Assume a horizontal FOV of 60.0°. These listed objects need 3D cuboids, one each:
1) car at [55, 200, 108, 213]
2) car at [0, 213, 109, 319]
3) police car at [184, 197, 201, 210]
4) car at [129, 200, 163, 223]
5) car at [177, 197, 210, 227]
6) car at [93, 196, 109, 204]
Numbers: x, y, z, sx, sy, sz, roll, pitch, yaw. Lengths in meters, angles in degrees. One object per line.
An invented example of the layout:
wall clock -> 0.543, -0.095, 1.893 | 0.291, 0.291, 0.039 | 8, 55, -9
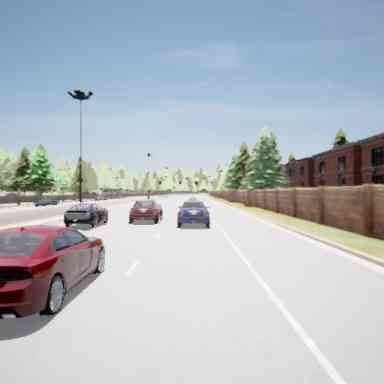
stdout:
car -> -6.902, 1.488, 22.114 | 2.128, 1.511, 4.902 | 0, 0, 0
car -> -3.401, 1.477, 7.505 | 1.882, 1.535, 5.008 | 0, 0, 0
police car -> 0.093, 1.497, 43.587 | 2.038, 1.542, 4.974 | 0, 0, 0
car -> -3.401, 1.348, 25.288 | 2.097, 1.767, 4.553 | 0, 0, 0
car -> 0.099, 1.348, 22.706 | 2.097, 1.767, 4.553 | 0, 0, 0
car -> -17.504, 1.562, 64.265 | 1.812, 1.442, 4.674 | 0, 0, 0
